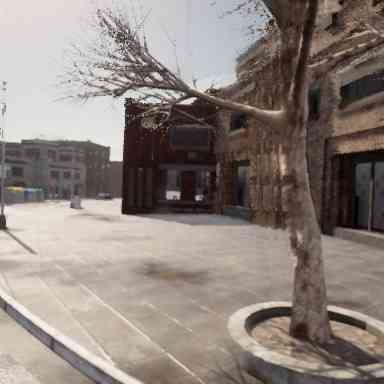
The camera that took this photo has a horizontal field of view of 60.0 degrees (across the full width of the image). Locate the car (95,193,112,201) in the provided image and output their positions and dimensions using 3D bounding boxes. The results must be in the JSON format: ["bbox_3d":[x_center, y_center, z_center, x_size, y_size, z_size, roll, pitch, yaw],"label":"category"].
[{"bbox_3d":[-17.290,0.944,64.891,1.882,1.535,5.008,2,0,7],"label":"car"}]
